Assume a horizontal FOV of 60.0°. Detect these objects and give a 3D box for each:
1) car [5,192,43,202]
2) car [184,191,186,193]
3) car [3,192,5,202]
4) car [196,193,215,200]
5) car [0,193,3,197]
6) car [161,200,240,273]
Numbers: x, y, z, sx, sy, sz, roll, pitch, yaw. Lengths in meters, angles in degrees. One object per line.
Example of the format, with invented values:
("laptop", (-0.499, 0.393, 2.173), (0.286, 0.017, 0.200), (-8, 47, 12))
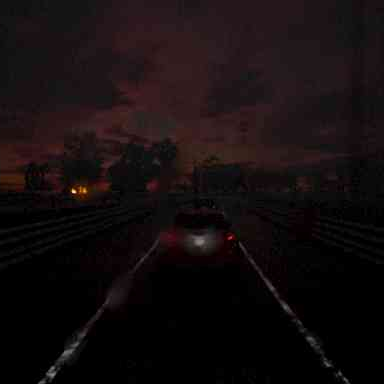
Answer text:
("car", (-18.372, 0.689, 37.864), (2.097, 1.767, 4.553), (0, 0, 16))
("car", (-4.212, 0.717, 93.794), (1.994, 1.385, 4.181), (0, 0, 20))
("car", (-24.028, 0.826, 43.606), (1.837, 1.490, 4.892), (0, 0, 16))
("car", (0.980, 1.224, 26.551), (2.097, 1.767, 4.553), (0, 0, 3))
("car", (-22.793, 0.871, 34.998), (1.812, 1.442, 4.674), (0, 0, 15))
("car", (0.278, 1.301, 10.627), (2.097, 1.767, 4.553), (0, 0, 2))
